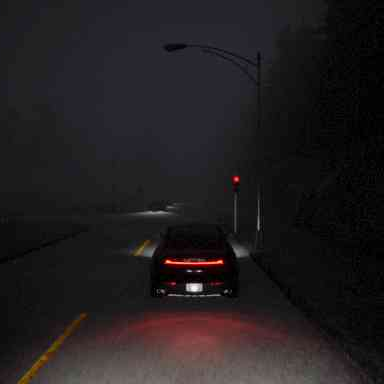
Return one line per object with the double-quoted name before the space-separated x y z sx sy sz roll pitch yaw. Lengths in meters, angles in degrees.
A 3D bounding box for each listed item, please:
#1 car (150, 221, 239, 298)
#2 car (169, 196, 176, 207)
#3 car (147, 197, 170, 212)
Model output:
"car" 0.061 1.505 8.523 1.837 1.490 4.892 0 0 0
"car" -4.080 1.564 51.803 1.994 1.385 4.181 0 0 0
"car" -4.088 1.563 39.259 1.994 1.385 4.181 0 0 0
